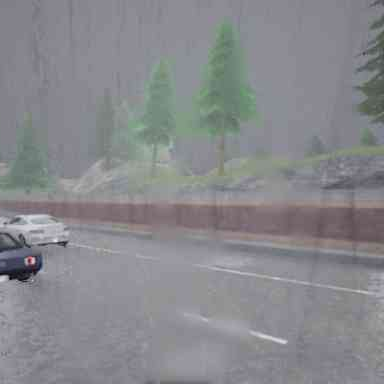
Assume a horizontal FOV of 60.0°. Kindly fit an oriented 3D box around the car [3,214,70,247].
[{"bbox_3d":[-7.157,1.708,14.839,4.674,1.442,1.812,-1,0,43],"label":"car"}]

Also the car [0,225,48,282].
[{"bbox_3d":[-6.017,1.727,9.054,4.718,1.301,1.895,-1,-1,41],"label":"car"}]
